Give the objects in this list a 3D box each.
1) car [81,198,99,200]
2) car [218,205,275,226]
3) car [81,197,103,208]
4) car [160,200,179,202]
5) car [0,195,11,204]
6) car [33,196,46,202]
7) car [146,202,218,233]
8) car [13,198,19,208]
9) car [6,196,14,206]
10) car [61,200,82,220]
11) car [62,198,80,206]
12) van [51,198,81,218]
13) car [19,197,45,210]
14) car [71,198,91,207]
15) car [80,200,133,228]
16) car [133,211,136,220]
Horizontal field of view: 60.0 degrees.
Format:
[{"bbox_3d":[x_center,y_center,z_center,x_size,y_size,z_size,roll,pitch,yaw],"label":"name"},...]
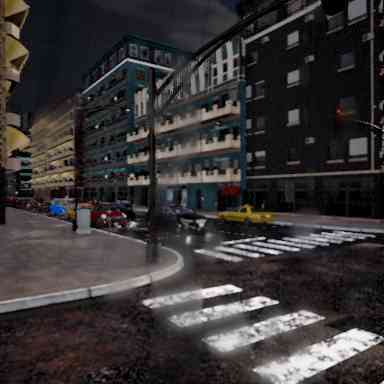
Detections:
[{"bbox_3d":[-12.457,1.534,36.965,2.097,1.767,4.553,-1,0,-35],"label":"car"},{"bbox_3d":[3.757,1.605,24.181,1.752,1.417,4.829,-1,0,-35],"label":"car"},{"bbox_3d":[-15.423,1.608,51.079,1.967,1.590,4.097,-1,0,-35],"label":"car"},{"bbox_3d":[-2.571,1.548,33.054,1.967,1.590,4.097,-1,0,-35],"label":"car"},{"bbox_3d":[-41.525,1.659,73.252,2.192,1.841,5.009,-1,0,-35],"label":"car"},{"bbox_3d":[-37.911,1.833,82.623,1.887,1.381,4.507,-1,0,-35],"label":"car"},{"bbox_3d":[-1.007,1.622,20.805,2.128,1.511,4.902,-1,0,-39],"label":"car"},{"bbox_3d":[-25.458,1.823,50.721,1.947,1.339,4.313,-1,0,-35],"label":"car"},{"bbox_3d":[-31.883,1.835,59.734,1.887,1.381,4.507,-1,0,-35],"label":"car"},{"bbox_3d":[-9.295,1.706,28.052,1.752,1.417,4.829,-1,0,-35],"label":"car"},{"bbox_3d":[-21.847,1.751,60.092,2.008,1.369,4.403,-1,0,-35],"label":"car"},{"bbox_3d":[-12.608,1.537,32.695,1.690,1.788,3.998,-1,0,-35],"label":"van"},{"bbox_3d":[-22.246,1.681,46.215,1.967,1.590,4.097,-1,0,-35],"label":"car"},{"bbox_3d":[-18.634,1.750,55.586,1.947,1.339,4.313,-1,0,-35],"label":"car"},{"bbox_3d":[-6.182,1.607,23.684,1.967,1.590,4.097,-1,0,-35],"label":"car"},{"bbox_3d":[-6.469,1.718,28.551,1.994,1.385,4.181,-1,0,-35],"label":"car"}]
